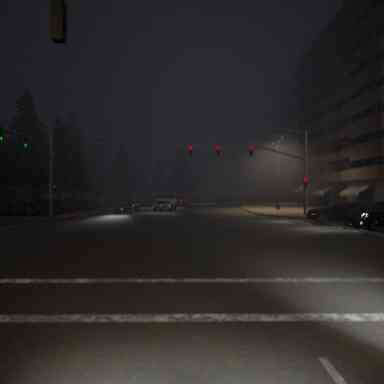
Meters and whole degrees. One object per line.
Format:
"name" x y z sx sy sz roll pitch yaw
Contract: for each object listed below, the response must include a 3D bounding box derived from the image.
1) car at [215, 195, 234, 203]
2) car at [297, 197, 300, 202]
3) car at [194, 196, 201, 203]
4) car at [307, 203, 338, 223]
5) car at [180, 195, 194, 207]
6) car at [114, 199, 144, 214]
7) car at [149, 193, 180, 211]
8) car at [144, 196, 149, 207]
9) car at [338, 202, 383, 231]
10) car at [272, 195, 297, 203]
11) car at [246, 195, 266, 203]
"car" 6.519 1.437 66.514 2.128 1.511 4.902 0 0 40
"car" 21.954 1.463 73.850 4.902 1.511 2.128 0 0 -22
"car" 0.056 1.473 63.563 1.812 1.442 4.674 0 0 32
"car" 11.197 1.510 24.717 5.008 1.535 1.882 0 0 7
"car" -1.803 1.311 50.620 2.097 1.767 4.553 0 0 16
"car" -6.913 1.461 35.508 2.128 1.511 4.902 0 0 2
"car" -3.263 1.188 40.619 2.150 2.045 5.566 0 0 6
"car" -5.791 1.311 48.848 2.097 1.767 4.553 0 0 13
"car" 11.856 1.389 20.394 4.553 1.767 2.097 0 0 -5
"car" 18.555 1.538 68.007 4.718 1.301 1.895 0 0 -33
"car" 13.156 1.421 68.326 5.008 1.535 1.882 0 0 -41
